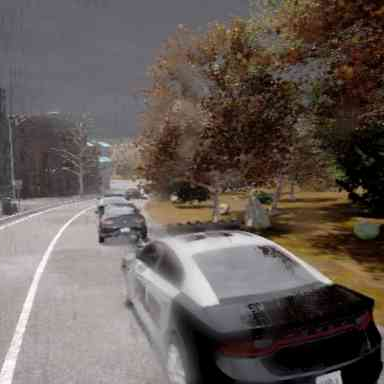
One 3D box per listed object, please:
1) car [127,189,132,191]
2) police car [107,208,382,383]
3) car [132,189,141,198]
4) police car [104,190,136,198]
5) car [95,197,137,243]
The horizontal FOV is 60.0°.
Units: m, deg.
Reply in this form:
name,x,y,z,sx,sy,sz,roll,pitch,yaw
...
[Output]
name,x,y,z,sx,sy,sz,roll,pitch,yaw
car,-8.896,0.626,40.817,1.895,1.301,4.718,0,1,-3
police car,0.129,1.250,5.028,1.930,1.638,5.238,-3,2,-21
car,-9.228,0.284,51.679,1.837,1.490,4.892,0,1,2
police car,-4.726,0.942,19.979,1.930,1.638,5.238,-2,2,-14
car,-3.103,1.173,14.205,1.812,1.442,4.674,-2,2,-17
